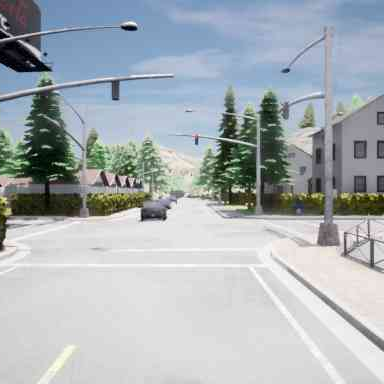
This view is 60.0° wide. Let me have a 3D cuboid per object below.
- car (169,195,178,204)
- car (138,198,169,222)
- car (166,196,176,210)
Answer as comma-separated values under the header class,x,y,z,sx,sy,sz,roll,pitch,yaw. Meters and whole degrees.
class,x,y,z,sx,sy,sz,roll,pitch,yaw
car,-3.523,1.284,59.438,1.882,1.535,5.008,0,0,0
car,-3.085,1.434,25.789,1.882,1.535,5.008,-1,-1,-8
car,-3.612,1.547,43.104,2.033,1.411,5.357,0,0,0
